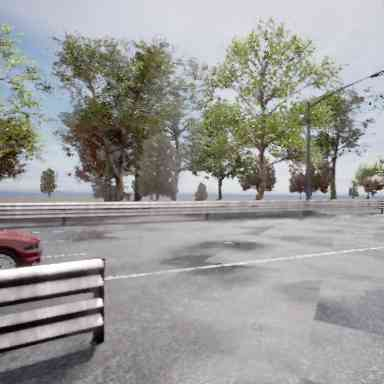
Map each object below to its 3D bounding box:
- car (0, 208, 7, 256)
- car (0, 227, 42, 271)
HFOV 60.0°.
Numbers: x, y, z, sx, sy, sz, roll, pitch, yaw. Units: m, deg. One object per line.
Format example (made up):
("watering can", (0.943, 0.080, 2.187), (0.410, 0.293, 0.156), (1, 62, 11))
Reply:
("car", (-8.412, 1.298, 10.254), (4.674, 1.442, 1.812), (0, 0, -28))
("car", (-6.120, 1.249, 7.504), (5.008, 1.535, 1.882), (0, 0, -28))
